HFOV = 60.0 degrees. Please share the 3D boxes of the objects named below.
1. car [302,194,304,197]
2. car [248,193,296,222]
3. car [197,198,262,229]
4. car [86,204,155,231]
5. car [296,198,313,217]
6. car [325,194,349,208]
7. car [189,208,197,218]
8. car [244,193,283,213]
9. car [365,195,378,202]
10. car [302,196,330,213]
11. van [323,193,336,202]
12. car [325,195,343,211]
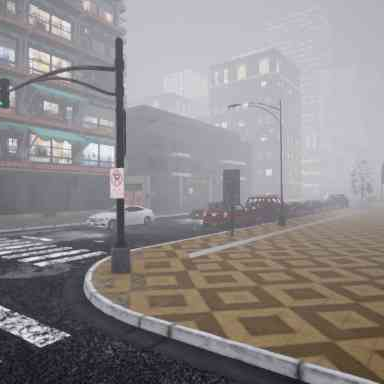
[{"bbox_3d":[22.481,1.439,61.352,1.752,1.417,4.829,-1,0,36],"label":"car"},{"bbox_3d":[5.750,1.215,25.273,2.192,1.841,5.009,-1,0,36],"label":"car"},{"bbox_3d":[2.439,1.352,20.765,1.967,1.590,4.097,-1,0,36],"label":"car"},{"bbox_3d":[-4.303,1.515,20.734,1.812,1.442,4.674,-1,0,36],"label":"car"},{"bbox_3d":[9.064,1.470,29.779,1.802,1.307,4.206,-1,0,36],"label":"car"},{"bbox_3d":[18.995,1.167,43.302,2.192,1.841,5.009,-1,0,36],"label":"car"},{"bbox_3d":[1.984,1.514,29.288,2.033,1.411,5.357,-1,0,36],"label":"car"},{"bbox_3d":[8.173,1.162,37.699,2.150,2.045,5.566,-1,0,37],"label":"car"},{"bbox_3d":[35.555,1.333,65.838,1.887,1.381,4.507,-1,0,36],"label":"car"},{"bbox_3d":[12.375,1.421,34.287,1.887,1.381,4.507,-1,0,36],"label":"car"},{"bbox_3d":[29.203,1.229,70.504,1.690,1.788,3.998,-1,0,36],"label":"van"},{"bbox_3d":[15.686,1.415,38.794,2.008,1.369,4.403,-1,0,36],"label":"car"}]
